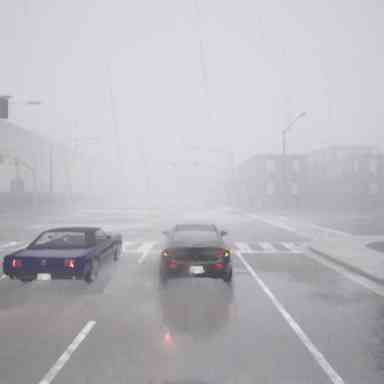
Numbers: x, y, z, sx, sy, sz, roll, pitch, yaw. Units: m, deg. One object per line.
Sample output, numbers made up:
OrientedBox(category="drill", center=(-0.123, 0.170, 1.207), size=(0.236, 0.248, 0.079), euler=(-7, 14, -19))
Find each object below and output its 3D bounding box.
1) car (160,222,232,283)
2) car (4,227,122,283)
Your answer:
OrientedBox(category="car", center=(0.095, 1.609, 9.843), size=(1.812, 1.442, 4.674), euler=(0, 0, 0))
OrientedBox(category="car", center=(-3.399, 1.684, 9.881), size=(1.895, 1.301, 4.718), euler=(0, 0, 0))
